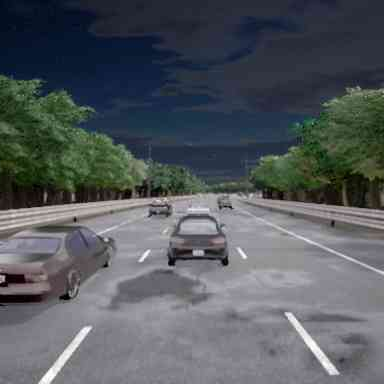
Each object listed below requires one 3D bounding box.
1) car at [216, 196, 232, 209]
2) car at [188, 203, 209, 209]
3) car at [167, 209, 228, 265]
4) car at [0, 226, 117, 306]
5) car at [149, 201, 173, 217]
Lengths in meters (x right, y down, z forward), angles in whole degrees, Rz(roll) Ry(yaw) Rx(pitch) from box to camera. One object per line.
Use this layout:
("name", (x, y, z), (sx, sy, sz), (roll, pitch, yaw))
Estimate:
("car", (4.732, 1.695, 47.826), (2.033, 1.411, 5.357), (0, 0, 3))
("car", (0.602, 1.653, 29.784), (1.895, 1.301, 4.718), (0, 0, 2))
("car", (0.212, 1.532, 11.580), (1.812, 1.442, 4.674), (0, 0, 1))
("car", (-3.344, 1.550, 8.283), (2.033, 1.411, 5.357), (0, 0, 0))
("car", (-2.849, 1.548, 31.253), (2.128, 1.511, 4.902), (0, 0, 2))
